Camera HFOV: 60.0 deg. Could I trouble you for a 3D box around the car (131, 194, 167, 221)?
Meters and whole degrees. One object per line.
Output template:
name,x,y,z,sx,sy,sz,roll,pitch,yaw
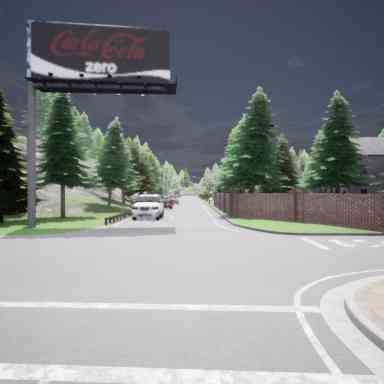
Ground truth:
car,-3.593,1.216,27.832,2.150,2.045,5.566,0,1,0

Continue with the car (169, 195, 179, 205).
car,-3.498,1.351,60.608,2.097,1.767,4.553,0,0,0

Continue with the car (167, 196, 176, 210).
car,-3.558,1.563,43.782,1.994,1.385,4.181,0,0,1
